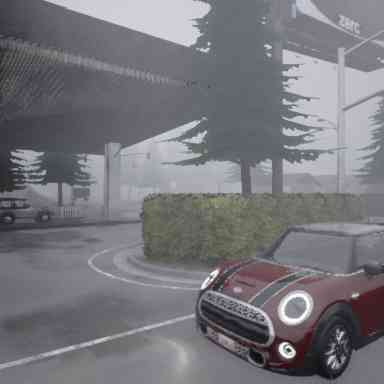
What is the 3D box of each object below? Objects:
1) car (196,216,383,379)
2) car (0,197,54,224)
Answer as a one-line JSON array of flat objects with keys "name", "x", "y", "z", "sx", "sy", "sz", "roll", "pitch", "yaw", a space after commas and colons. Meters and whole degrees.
[{"name": "car", "x": 2.272, "y": 1.352, "z": 5.624, "sx": 4.553, "sy": 1.767, "sz": 2.097, "roll": 0, "pitch": 0, "yaw": -36}, {"name": "car", "x": -11.961, "y": 1.313, "z": 23.491, "sx": 3.866, "sy": 1.878, "sz": 1.905, "roll": 0, "pitch": 0, "yaw": -36}]
